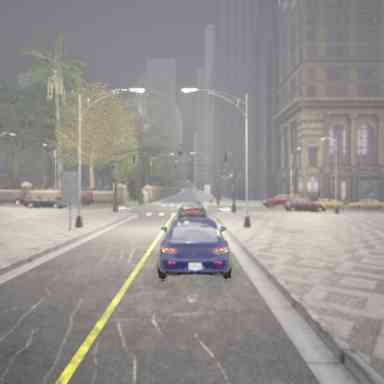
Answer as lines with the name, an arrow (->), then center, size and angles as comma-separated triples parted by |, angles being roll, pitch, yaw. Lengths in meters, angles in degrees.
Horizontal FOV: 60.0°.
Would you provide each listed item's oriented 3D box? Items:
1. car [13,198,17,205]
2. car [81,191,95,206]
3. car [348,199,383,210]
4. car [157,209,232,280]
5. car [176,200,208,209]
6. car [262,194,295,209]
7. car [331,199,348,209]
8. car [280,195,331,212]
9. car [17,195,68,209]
car -> -20.688, 0.988, 43.029 | 4.507, 1.381, 1.887 | 1, -1, 0
car -> -15.160, 0.838, 43.042 | 5.009, 1.841, 2.192 | 1, -1, 0
car -> 22.585, 1.565, 43.109 | 4.829, 1.417, 1.752 | 1, -1, 0
car -> 0.055, 1.449, 9.615 | 1.812, 1.442, 4.674 | 0, 1, 0
car -> -0.004, 1.334, 22.388 | 1.837, 1.490, 4.892 | 0, 0, 0
car -> 11.677, 1.212, 43.091 | 5.009, 1.841, 2.192 | 1, -1, 0
car -> 17.045, 1.493, 43.099 | 4.829, 1.417, 1.752 | 1, -1, 0
car -> 11.700, 1.355, 34.565 | 4.097, 1.590, 1.967 | 1, -1, 0
car -> -15.138, 1.092, 34.514 | 4.403, 1.369, 2.008 | 1, -1, 0
